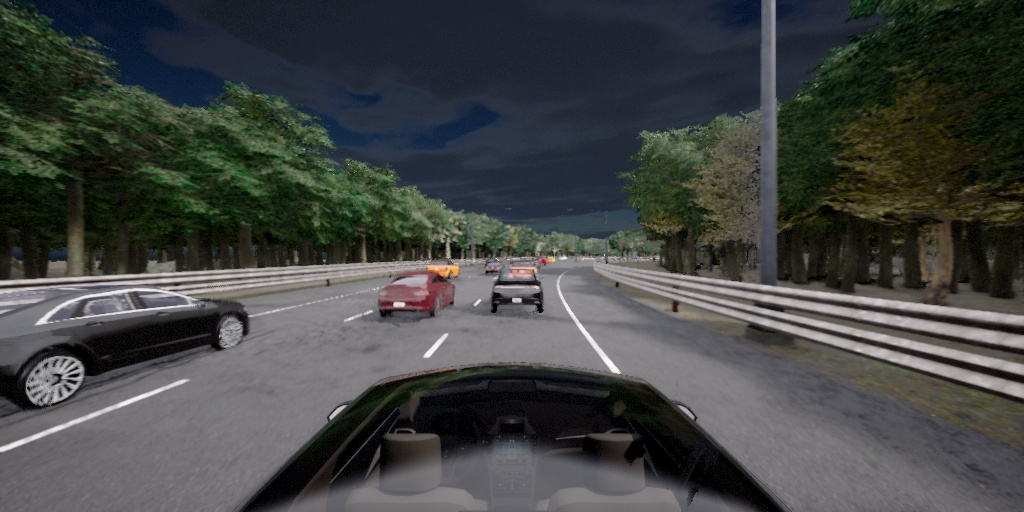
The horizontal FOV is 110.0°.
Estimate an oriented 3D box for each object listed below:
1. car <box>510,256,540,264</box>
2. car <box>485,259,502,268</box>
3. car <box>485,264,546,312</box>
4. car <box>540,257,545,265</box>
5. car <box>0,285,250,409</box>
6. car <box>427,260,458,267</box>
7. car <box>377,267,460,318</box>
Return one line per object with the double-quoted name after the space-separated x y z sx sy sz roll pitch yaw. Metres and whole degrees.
0.859 1.107 27.326 2.097 1.767 4.553 0 0 4 "car"
-1.749 1.300 39.875 2.033 1.411 5.357 0 0 6 "car"
0.241 1.244 14.228 2.128 1.511 4.902 0 0 2 "car"
3.634 1.280 56.540 2.033 1.411 5.357 0 0 7 "car"
-6.896 1.234 6.146 2.128 1.511 4.902 0 0 1 "car"
-5.863 1.098 30.723 2.097 1.767 4.553 0 0 4 "car"
-3.247 1.274 12.889 1.812 1.442 4.674 0 0 2 "car"
